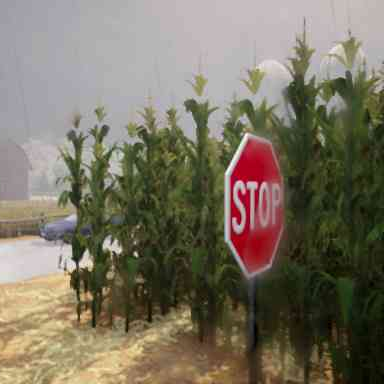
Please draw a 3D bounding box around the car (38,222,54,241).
[{"bbox_3d":[-5.379,1.695,17.013,1.812,1.442,4.674,0,0,37],"label":"car"}]
